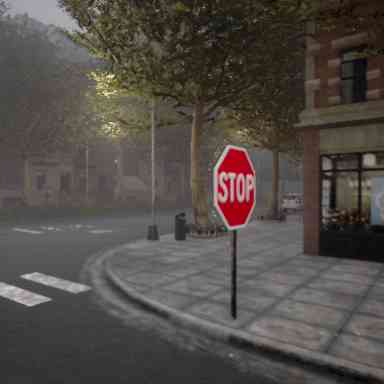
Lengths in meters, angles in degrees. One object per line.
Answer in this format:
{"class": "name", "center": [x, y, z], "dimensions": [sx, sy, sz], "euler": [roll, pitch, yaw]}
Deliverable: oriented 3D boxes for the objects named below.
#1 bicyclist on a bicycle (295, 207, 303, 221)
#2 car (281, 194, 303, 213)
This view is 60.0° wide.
{"class": "bicyclist on a bicycle", "center": [8.200, 1.292, 23.764], "dimensions": [1.656, 1.620, 0.582], "euler": [0, 0, 36]}
{"class": "car", "center": [11.659, 1.215, 36.590], "dimensions": [2.435, 2.045, 5.566], "euler": [0, 0, 36]}
